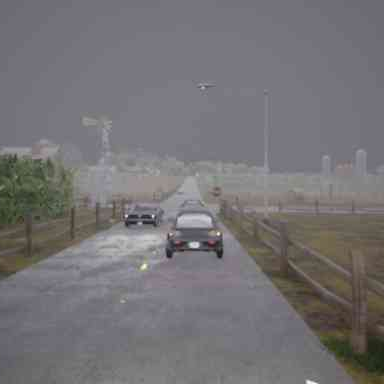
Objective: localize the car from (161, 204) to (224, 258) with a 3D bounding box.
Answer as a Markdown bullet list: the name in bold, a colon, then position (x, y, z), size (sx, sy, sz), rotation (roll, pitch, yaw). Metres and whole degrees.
- **car**: position (0.093, 1.369, 11.961), size (1.812, 1.442, 4.674), rotation (0, 0, 0)

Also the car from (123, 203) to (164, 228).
- **car**: position (-2.767, 1.337, 19.935), size (1.895, 1.301, 4.718), rotation (0, 1, 1)

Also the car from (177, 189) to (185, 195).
- **car**: position (-2.578, -0.077, 78.778), size (1.882, 1.535, 5.008), rotation (0, 2, 0)

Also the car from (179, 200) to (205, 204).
- **car**: position (0.015, 1.239, 24.559), size (1.994, 1.385, 4.181), rotation (0, 1, -2)
